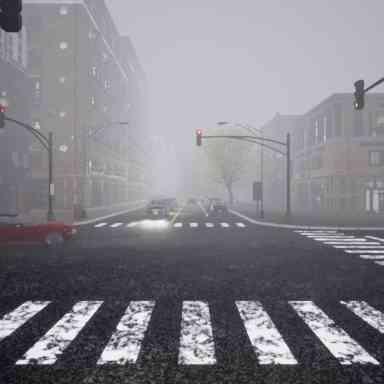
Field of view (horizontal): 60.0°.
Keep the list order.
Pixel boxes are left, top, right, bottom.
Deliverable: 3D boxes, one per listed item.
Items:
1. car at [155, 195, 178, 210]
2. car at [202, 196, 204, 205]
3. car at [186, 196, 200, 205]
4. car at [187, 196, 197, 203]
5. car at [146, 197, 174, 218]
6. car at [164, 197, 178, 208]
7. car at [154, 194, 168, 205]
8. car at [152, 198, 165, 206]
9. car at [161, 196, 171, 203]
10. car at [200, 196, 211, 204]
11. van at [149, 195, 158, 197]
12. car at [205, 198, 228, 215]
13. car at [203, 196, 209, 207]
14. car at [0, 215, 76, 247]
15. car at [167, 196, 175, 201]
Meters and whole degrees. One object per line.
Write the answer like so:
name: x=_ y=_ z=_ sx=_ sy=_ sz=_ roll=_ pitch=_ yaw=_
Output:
car: x=-3.097 y=1.518 z=40.288 sx=1.882 sy=1.535 sz=5.008 roll=0 pitch=0 yaw=0
car: x=2.685 y=1.488 z=45.023 sx=1.967 sy=1.590 sz=4.097 roll=0 pitch=0 yaw=0
car: x=-0.005 y=1.643 z=60.812 sx=1.994 sy=1.385 sz=4.181 roll=0 pitch=0 yaw=0
car: x=-0.006 y=1.556 z=70.819 sx=2.033 sy=1.411 sz=5.357 roll=0 pitch=0 yaw=0
car: x=-3.104 y=1.516 z=30.840 sx=2.128 sy=1.511 sz=4.902 roll=0 pitch=0 yaw=0
car: x=-3.091 y=1.583 z=50.386 sx=1.812 sy=1.442 sz=4.674 roll=0 pitch=0 yaw=0
car: x=-5.698 y=1.397 z=62.115 sx=2.192 sy=1.841 sz=5.009 roll=0 pitch=0 yaw=0
car: x=-5.697 y=1.651 z=56.418 sx=1.802 sy=1.307 sz=4.206 roll=0 pitch=0 yaw=0
car: x=-5.698 y=1.663 z=73.508 sx=2.008 sy=1.369 sz=4.403 roll=0 pitch=0 yaw=0
car: x=2.683 y=1.537 z=67.811 sx=1.967 sy=1.590 sz=4.097 roll=0 pitch=0 yaw=0
van: x=-5.697 y=1.399 z=50.721 sx=1.690 sy=1.788 sz=3.998 roll=0 pitch=0 yaw=0
car: x=2.686 y=1.580 z=33.630 sx=2.008 sy=1.369 sz=4.403 roll=0 pitch=0 yaw=0
car: x=2.686 y=1.479 z=39.327 sx=1.967 sy=1.590 sz=4.097 roll=0 pitch=0 yaw=0
car: x=-7.339 y=1.599 z=13.855 sx=4.718 sy=1.301 sz=1.895 roll=0 pitch=0 yaw=-17
car: x=-5.701 y=1.687 z=90.429 sx=1.752 sy=1.417 sz=4.829 roll=0 pitch=0 yaw=0
